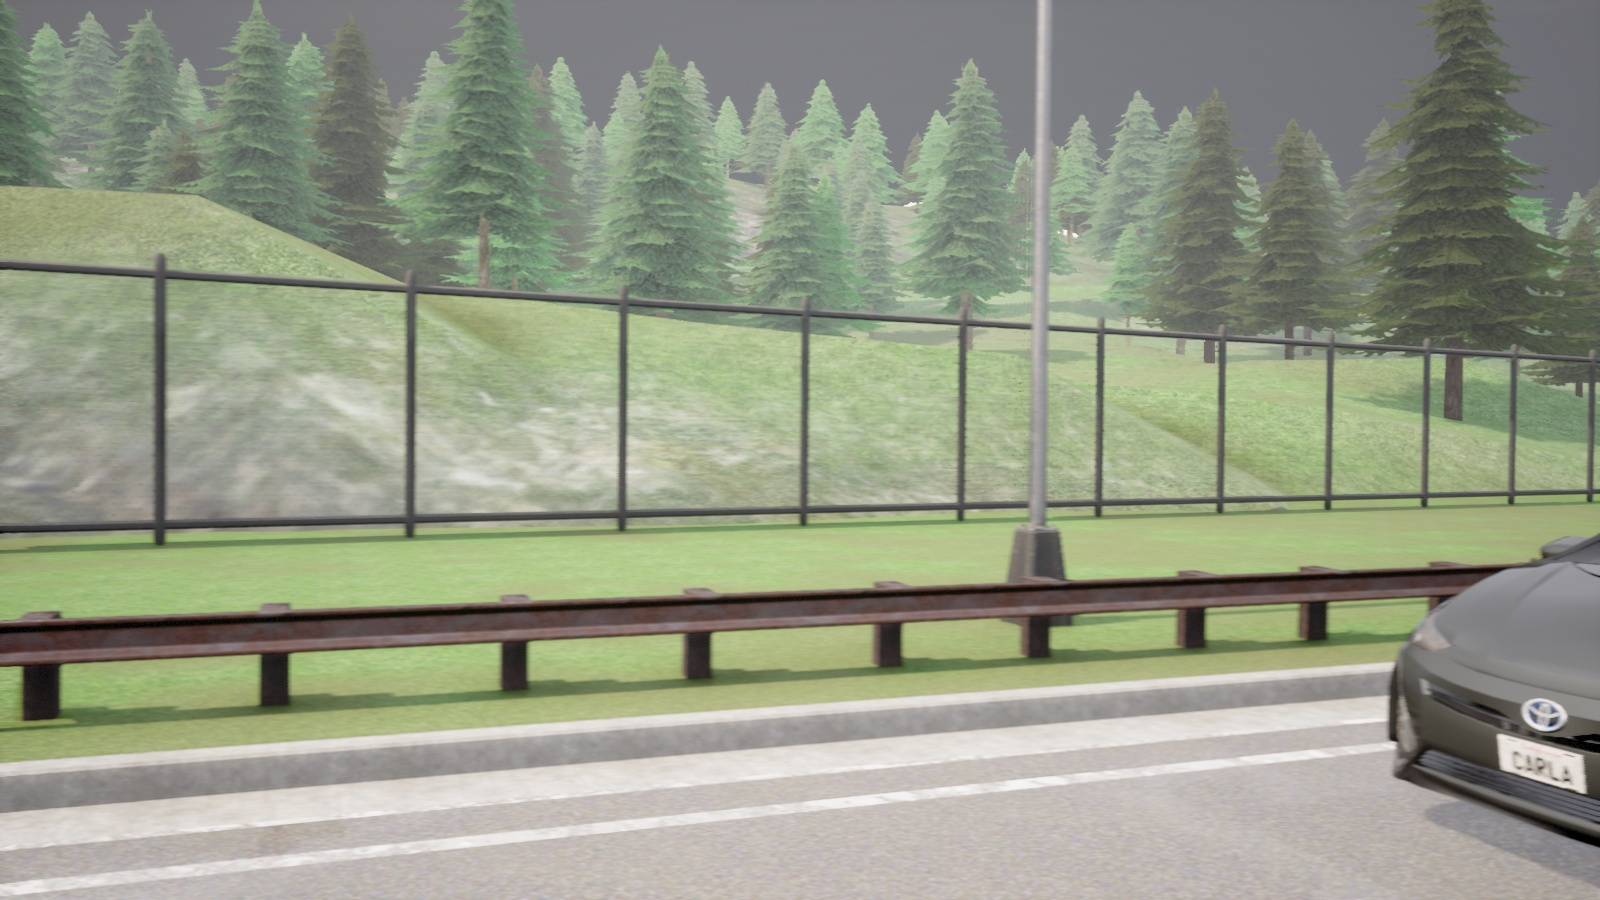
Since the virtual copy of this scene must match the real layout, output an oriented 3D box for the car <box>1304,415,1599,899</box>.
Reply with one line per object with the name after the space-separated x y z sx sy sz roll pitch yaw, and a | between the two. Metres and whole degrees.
4.513 0.615 4.954 4.514 1.525 2.007 -1 1 -21 | car
